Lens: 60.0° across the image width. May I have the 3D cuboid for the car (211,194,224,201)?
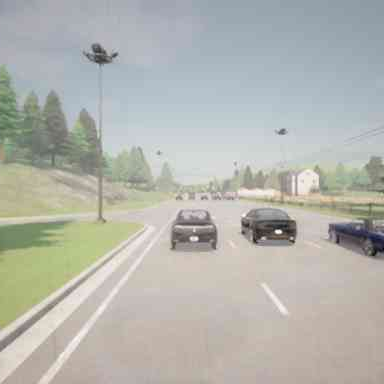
[{"bbox_3d":[6.966,1.626,90.936,1.837,1.490,4.892,0,0,0],"label":"car"}]

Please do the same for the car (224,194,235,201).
[{"bbox_3d":[10.466,1.604,90.938,1.882,1.535,5.008,0,0,0],"label":"car"}]

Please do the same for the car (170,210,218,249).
[{"bbox_3d":[0.080,1.514,14.658,2.128,1.511,4.902,0,0,0],"label":"car"}]

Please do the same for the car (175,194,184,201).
[{"bbox_3d":[-3.534,1.627,90.962,1.837,1.490,4.892,0,0,0],"label":"car"}]

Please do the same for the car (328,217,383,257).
[{"bbox_3d":[7.076,1.621,13.003,1.895,1.301,4.718,0,0,0],"label":"car"}]

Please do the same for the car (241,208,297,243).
[{"bbox_3d":[3.583,1.502,16.228,1.882,1.535,5.008,0,0,0],"label":"car"}]

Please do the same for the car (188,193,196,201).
[{"bbox_3d":[-0.034,1.651,90.933,2.128,1.511,4.902,0,0,0],"label":"car"}]

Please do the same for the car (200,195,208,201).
[{"bbox_3d":[3.466,1.626,90.935,1.837,1.490,4.892,0,0,0],"label":"car"}]
